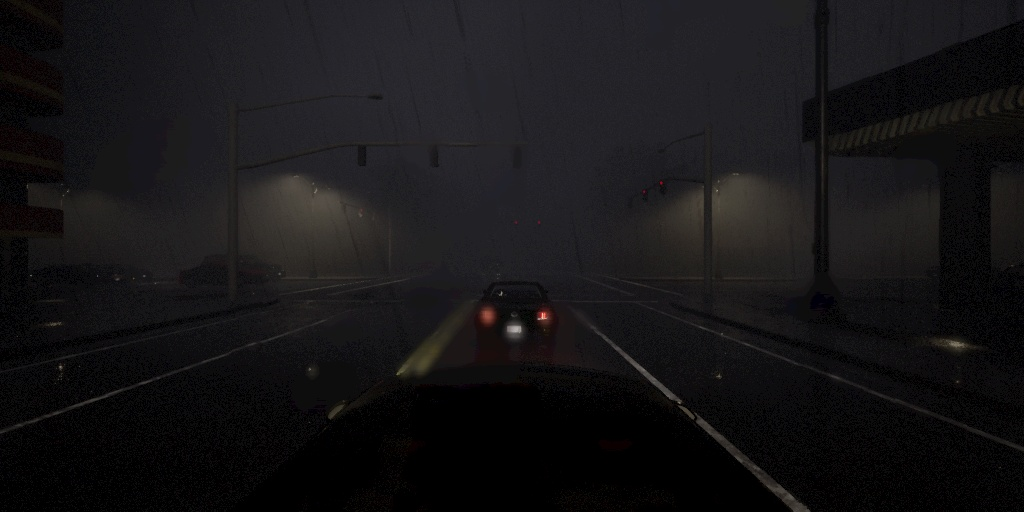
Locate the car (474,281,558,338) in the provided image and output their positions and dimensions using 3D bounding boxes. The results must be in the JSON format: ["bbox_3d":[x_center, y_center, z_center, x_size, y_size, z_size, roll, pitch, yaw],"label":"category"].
[{"bbox_3d":[0.100,1.350,10.152,1.895,1.301,4.718,0,0,0],"label":"car"}]

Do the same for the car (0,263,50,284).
[{"bbox_3d":[-37.982,1.274,26.798,4.674,1.442,1.812,0,0,1],"label":"car"}]

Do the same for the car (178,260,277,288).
[{"bbox_3d":[-18.322,1.226,22.927,5.008,1.535,1.882,0,0,1],"label":"car"}]

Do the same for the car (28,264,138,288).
[{"bbox_3d":[-27.825,1.240,23.104,4.902,1.511,2.128,0,0,1],"label":"car"}]

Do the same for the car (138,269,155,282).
[{"bbox_3d":[-29.300,1.313,26.629,4.181,1.385,1.994,0,0,0],"label":"car"}]

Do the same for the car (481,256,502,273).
[{"bbox_3d":[-2.615,0.970,45.006,2.150,2.045,5.566,0,0,-2],"label":"car"}]

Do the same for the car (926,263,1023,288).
[{"bbox_3d":[32.673,1.240,25.519,4.902,1.511,2.128,0,0,1],"label":"car"}]

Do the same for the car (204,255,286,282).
[{"bbox_3d":[-19.882,0.970,26.475,5.566,2.045,2.150,0,0,1],"label":"car"}]

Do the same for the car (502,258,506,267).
[{"bbox_3d":[-2.592,1.294,62.979,2.033,1.411,5.357,0,0,1],"label":"car"}]
